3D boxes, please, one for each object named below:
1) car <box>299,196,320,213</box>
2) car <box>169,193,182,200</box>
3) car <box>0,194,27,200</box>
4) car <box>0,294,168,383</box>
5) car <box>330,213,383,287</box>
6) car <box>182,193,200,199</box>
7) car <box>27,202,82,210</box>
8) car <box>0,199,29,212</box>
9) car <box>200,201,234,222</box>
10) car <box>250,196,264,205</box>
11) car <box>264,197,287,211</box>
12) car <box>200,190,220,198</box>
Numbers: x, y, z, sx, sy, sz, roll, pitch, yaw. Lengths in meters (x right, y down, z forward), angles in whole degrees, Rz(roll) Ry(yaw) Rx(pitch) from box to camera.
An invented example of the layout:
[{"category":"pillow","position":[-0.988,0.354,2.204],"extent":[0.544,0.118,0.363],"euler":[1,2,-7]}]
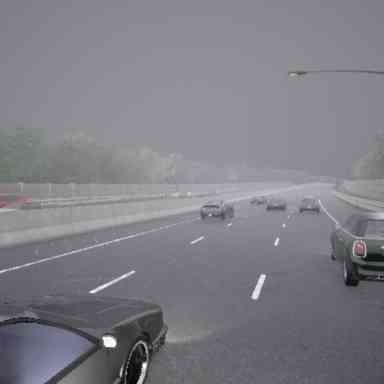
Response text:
[{"category":"car","position":[12.388,1.413,35.094],"extent":[1.994,1.385,4.181],"euler":[0,1,19]},{"category":"car","position":[-2.929,0.921,65.724],"extent":[1.812,1.442,4.674],"euler":[0,1,21]},{"category":"car","position":[-16.129,1.174,27.503],"extent":[2.150,2.045,5.566],"euler":[0,0,18]},{"category":"car","position":[-1.933,1.547,2.283],"extent":[2.033,1.411,5.357],"euler":[0,0,17]},{"category":"car","position":[5.097,1.335,9.134],"extent":[2.097,1.767,4.553],"euler":[0,0,17]},{"category":"car","position":[0.429,0.869,64.741],"extent":[1.882,1.535,5.008],"euler":[0,1,21]},{"category":"car","position":[-9.603,1.557,24.939],"extent":[1.895,1.301,4.718],"euler":[0,0,18]},{"category":"car","position":[-13.106,1.504,25.493],"extent":[2.033,1.411,5.357],"euler":[0,0,18]},{"category":"car","position":[2.081,1.437,26.260],"extent":[2.128,1.511,4.902],"euler":[0,0,18]},{"category":"car","position":[10.057,1.223,49.795],"extent":[1.895,1.301,4.718],"euler":[0,1,20]},{"category":"car","position":[9.857,1.381,38.438],"extent":[1.994,1.385,4.181],"euler":[0,1,19]},{"category":"car","position":[3.848,0.605,63.899],"extent":[2.150,2.045,5.566],"euler":[0,1,21]}]
